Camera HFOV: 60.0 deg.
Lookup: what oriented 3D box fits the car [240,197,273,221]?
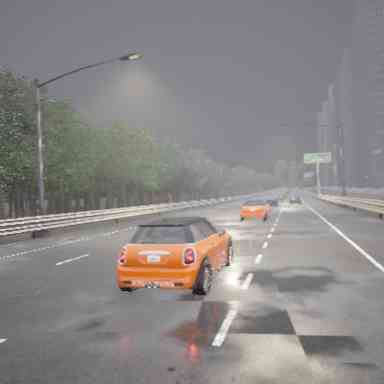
[{"bbox_3d":[5.384,1.445,28.145,2.097,1.767,4.553,-3,-1,16],"label":"car"}]

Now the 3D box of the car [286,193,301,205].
[{"bbox_3d":[17.046,1.368,54.933,2.128,1.511,4.902,-3,-1,17],"label":"car"}]

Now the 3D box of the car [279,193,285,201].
[{"bbox_3d":[20.854,1.536,80.184,1.895,1.301,4.718,-3,0,17],"label":"car"}]

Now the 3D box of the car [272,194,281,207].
[{"bbox_3d":[12.674,1.525,52.841,1.882,1.535,5.008,-3,-1,16],"label":"car"}]

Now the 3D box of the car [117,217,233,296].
[{"bbox_3d":[-0.220,1.471,9.285,2.097,1.767,4.553,-3,-1,17],"label":"car"}]
